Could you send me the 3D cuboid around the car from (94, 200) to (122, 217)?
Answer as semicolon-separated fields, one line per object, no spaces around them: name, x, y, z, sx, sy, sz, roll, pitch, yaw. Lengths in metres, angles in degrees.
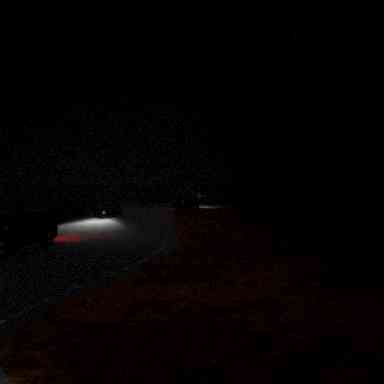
car;-7.661;1.496;30.754;2.128;1.511;4.902;0;0;-4

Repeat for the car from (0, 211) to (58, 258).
car;-7.123;1.520;12.788;1.837;1.490;4.892;0;0;10

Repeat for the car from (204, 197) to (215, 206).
car;2.212;1.575;56.164;2.033;1.411;5.357;0;0;-15

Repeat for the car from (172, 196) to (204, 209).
car;-0.764;1.373;46.715;2.097;1.767;4.553;0;0;33
